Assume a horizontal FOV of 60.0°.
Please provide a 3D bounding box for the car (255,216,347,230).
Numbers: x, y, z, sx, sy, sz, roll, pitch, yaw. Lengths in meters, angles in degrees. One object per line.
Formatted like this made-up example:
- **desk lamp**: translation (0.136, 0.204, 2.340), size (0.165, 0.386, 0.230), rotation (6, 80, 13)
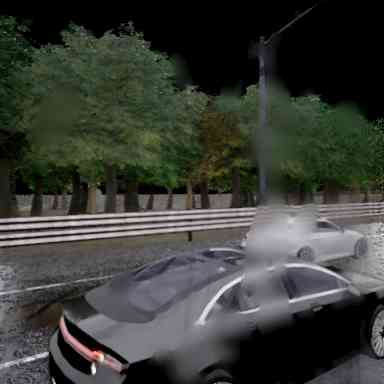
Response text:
- **car**: translation (3.623, 1.486, 10.505), size (4.674, 1.442, 1.812), rotation (0, 0, -35)

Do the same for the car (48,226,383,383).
- **car**: translation (0.811, 1.477, 4.281), size (4.902, 1.511, 2.128), rotation (0, 0, -35)
